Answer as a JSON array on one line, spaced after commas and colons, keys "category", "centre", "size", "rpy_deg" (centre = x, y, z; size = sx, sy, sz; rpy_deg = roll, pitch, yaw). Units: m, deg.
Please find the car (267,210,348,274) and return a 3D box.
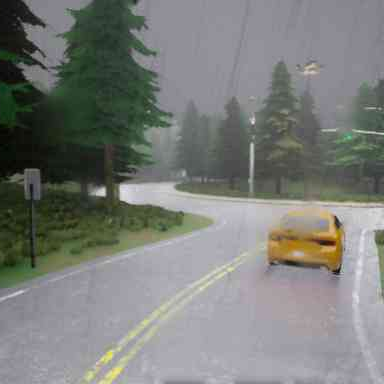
[{"category": "car", "centre": [3.740, 1.318, 10.466], "size": [1.882, 1.535, 5.008], "rpy_deg": [2, 3, 26]}]
